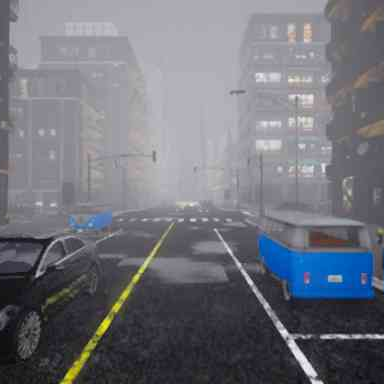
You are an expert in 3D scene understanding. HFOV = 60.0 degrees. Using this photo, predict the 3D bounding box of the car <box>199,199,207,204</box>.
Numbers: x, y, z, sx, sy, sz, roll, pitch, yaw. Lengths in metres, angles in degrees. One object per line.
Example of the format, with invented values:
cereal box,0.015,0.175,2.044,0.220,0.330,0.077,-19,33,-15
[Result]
car,2.683,2.239,79.400,1.802,1.307,4.206,0,0,0

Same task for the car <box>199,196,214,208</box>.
car,2.686,1.911,57.265,1.967,1.590,4.097,0,0,0

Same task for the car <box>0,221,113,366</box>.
car,-3.098,1.541,5.985,2.128,1.511,4.902,0,0,0

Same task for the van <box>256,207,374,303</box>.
van,2.692,1.408,8.099,1.690,1.788,3.998,0,0,0

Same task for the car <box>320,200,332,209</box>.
car,18.253,1.611,42.820,4.313,1.339,1.947,-1,0,0

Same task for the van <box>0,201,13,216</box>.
van,-25.388,2.096,42.603,3.998,1.788,1.690,-1,0,0

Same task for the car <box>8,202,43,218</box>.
car,-19.090,2.007,36.824,4.902,1.511,2.128,-1,-1,0

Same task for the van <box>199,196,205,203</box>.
van,2.683,2.094,90.470,1.690,1.788,3.998,0,-1,0

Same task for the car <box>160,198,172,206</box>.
car,-5.697,2.114,68.331,2.008,1.369,4.403,0,0,0

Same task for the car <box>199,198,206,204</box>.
car,2.683,2.287,84.934,1.802,1.307,4.206,0,-1,0

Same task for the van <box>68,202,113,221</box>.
van,-5.802,1.499,19.370,1.690,1.788,3.998,0,0,0

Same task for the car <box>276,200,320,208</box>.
car,11.492,1.540,36.979,4.181,1.385,1.994,-1,-1,0

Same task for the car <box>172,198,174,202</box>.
car,-5.697,2.192,73.865,1.802,1.307,4.206,0,0,0
